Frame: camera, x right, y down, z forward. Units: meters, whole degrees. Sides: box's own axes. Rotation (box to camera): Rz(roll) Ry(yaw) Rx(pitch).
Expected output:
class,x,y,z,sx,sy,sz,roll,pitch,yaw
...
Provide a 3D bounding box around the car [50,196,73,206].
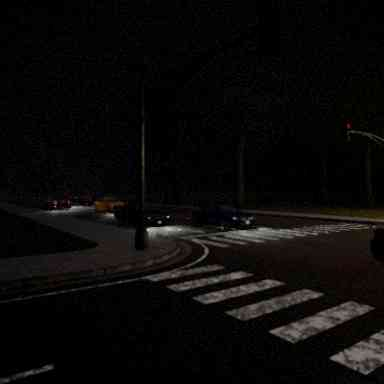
class,x,y,z,sx,sy,sz,roll,pitch,yaw
car,-20.264,1.333,51.350,2.128,1.511,4.902,0,0,-36

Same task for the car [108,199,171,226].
class,x,y,z,sx,sy,sz,roll,pitch,yaw
car,-3.554,1.471,22.709,2.033,1.411,5.357,0,0,-36

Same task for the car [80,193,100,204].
class,x,y,z,sx,sy,sz,roll,pitch,yaw
car,-18.426,1.149,59.868,2.097,1.767,4.553,0,0,-36

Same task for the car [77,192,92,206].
class,x,y,z,sx,sy,sz,roll,pitch,yaw
car,-15.264,1.175,50.090,2.097,1.767,4.553,0,0,-35

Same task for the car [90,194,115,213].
class,x,y,z,sx,sy,sz,roll,pitch,yaw
car,-8.856,1.348,35.517,1.882,1.535,5.008,0,0,-36

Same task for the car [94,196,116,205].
class,x,y,z,sx,sy,sz,roll,pitch,yaw
car,-14.211,1.335,54.119,1.812,1.442,4.674,0,0,-36

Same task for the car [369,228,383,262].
class,x,y,z,sx,sy,sz,roll,pitch,yaw
car,7.022,1.477,8.132,2.128,1.511,4.902,0,0,-36

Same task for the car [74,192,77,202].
class,x,y,z,sx,sy,sz,roll,pitch,yaw
car,-21.088,1.027,58.002,2.150,2.045,5.566,0,0,-36

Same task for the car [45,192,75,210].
class,x,y,z,sx,sy,sz,roll,pitch,yaw
car,-16.069,1.209,39.925,2.097,1.767,4.553,0,0,-36

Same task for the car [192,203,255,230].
class,x,y,z,sx,sy,sz,roll,pitch,yaw
car,1.808,1.459,20.869,1.812,1.442,4.674,0,0,-36
